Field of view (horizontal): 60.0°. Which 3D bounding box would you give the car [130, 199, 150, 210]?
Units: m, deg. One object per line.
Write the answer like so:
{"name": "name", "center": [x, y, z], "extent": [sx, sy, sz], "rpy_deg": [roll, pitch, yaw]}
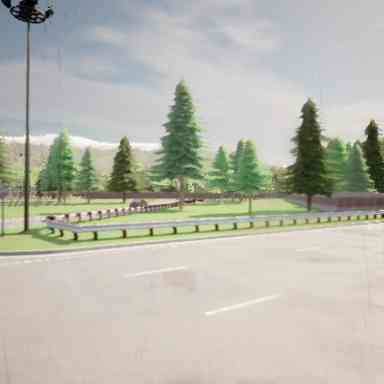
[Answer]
{"name": "car", "center": [-7.182, 1.713, 45.838], "extent": [1.812, 1.442, 4.674], "rpy_deg": [1, 0, 8]}
